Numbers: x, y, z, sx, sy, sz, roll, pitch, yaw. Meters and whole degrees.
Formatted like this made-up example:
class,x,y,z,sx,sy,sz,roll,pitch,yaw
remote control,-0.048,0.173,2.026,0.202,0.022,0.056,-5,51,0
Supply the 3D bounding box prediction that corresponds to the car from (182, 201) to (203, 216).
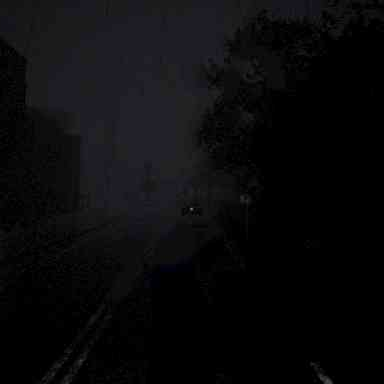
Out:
class,x,y,z,sx,sy,sz,roll,pitch,yaw
car,0.067,1.551,32.738,1.994,1.385,4.181,0,0,3
